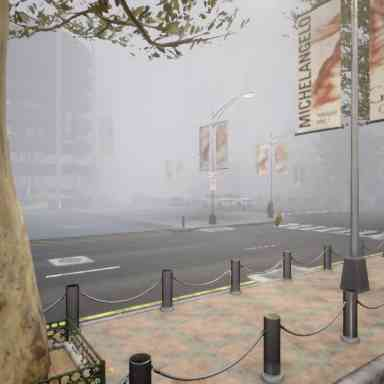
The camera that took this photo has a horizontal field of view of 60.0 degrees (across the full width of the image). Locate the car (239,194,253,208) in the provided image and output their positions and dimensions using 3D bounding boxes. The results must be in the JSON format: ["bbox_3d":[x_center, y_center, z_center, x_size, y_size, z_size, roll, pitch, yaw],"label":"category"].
[{"bbox_3d":[6.417,1.221,48.580,2.150,2.045,5.566,0,0,-35],"label":"car"}]

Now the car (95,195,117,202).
[{"bbox_3d":[-20.492,1.450,76.302,4.892,1.490,1.837,0,0,12],"label":"car"}]

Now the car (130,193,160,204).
[{"bbox_3d":[-9.099,1.221,62.284,5.566,2.045,2.150,0,0,40],"label":"car"}]

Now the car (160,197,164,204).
[{"bbox_3d":[-5.776,1.601,63.976,4.718,1.301,1.895,0,0,43],"label":"car"}]

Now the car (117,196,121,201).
[{"bbox_3d":[-19.528,1.418,79.666,5.008,1.535,1.882,0,0,12],"label":"car"}]

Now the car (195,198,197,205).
[{"bbox_3d":[0.705,1.601,56.505,1.895,1.301,4.718,0,0,-37],"label":"car"}]

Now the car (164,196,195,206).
[{"bbox_3d":[-2.156,1.505,54.465,1.837,1.490,4.892,0,0,-37],"label":"car"}]

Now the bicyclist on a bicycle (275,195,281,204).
[{"bbox_3d":[15.726,1.300,60.483,1.656,1.620,0.582,0,0,-36],"label":"bicyclist on a bicycle"}]

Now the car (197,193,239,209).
[{"bbox_3d":[3.562,1.221,46.556,2.150,2.045,5.566,0,0,-35],"label":"car"}]

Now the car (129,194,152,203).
[{"bbox_3d":[-11.251,1.355,72.586,4.553,1.767,2.097,0,0,26],"label":"car"}]
